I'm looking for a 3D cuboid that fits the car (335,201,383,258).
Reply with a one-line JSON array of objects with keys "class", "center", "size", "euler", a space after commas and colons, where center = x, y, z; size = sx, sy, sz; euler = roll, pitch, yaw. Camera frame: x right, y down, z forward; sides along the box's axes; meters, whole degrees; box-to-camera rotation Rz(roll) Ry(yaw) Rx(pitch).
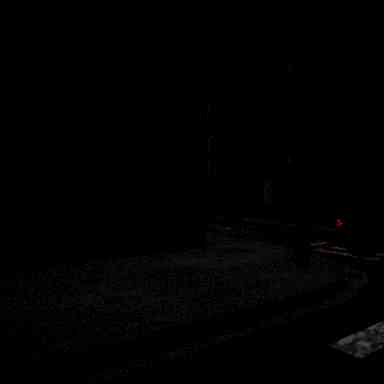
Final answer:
[{"class": "car", "center": [7.624, 1.341, 11.008], "size": [2.150, 2.045, 5.566], "euler": [1, 0, -36]}]
